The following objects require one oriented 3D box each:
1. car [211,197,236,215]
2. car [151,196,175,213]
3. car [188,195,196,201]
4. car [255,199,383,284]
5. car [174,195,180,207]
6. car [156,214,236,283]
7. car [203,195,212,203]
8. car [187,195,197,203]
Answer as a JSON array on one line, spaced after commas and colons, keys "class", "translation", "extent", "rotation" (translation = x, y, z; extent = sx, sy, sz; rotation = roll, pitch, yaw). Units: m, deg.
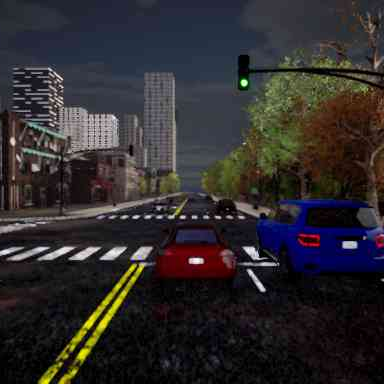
[{"class": "car", "translation": [3.345, 1.454, 33.926], "extent": [1.882, 1.535, 5.008], "rotation": [0, 0, 0]}, {"class": "car", "translation": [-3.348, 1.466, 36.112], "extent": [2.128, 1.511, 4.902], "rotation": [0, 0, 0]}, {"class": "car", "translation": [-0.011, 1.325, 77.313], "extent": [1.994, 1.385, 4.181], "rotation": [0, 0, 0]}, {"class": "car", "translation": [3.342, 1.215, 9.723], "extent": [2.150, 2.045, 5.566], "rotation": [0, 0, 0]}, {"class": "car", "translation": [-3.327, 1.470, 50.624], "extent": [1.837, 1.490, 4.892], "rotation": [0, 0, 0]}, {"class": "car", "translation": [0.099, 1.558, 9.655], "extent": [1.994, 1.385, 4.181], "rotation": [0, 0, 0]}, {"class": "car", "translation": [3.239, 1.453, 66.895], "extent": [1.837, 1.490, 4.892], "rotation": [0, 0, 0]}, {"class": "car", "translation": [-0.011, 1.497, 66.894], "extent": [2.033, 1.411, 5.357], "rotation": [0, 0, 0]}]
